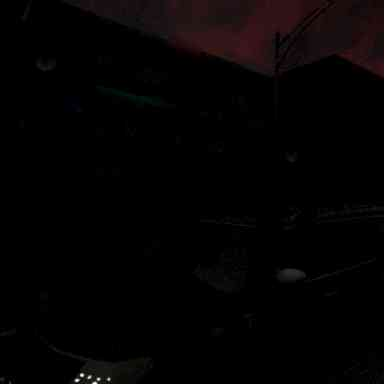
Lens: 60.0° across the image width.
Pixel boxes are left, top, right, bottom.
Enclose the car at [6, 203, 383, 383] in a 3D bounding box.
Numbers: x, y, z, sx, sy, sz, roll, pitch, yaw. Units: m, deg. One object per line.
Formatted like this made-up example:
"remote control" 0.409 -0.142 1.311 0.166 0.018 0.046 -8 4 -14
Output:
"car" 0.858 1.206 4.180 5.566 2.045 2.150 0 0 -36
